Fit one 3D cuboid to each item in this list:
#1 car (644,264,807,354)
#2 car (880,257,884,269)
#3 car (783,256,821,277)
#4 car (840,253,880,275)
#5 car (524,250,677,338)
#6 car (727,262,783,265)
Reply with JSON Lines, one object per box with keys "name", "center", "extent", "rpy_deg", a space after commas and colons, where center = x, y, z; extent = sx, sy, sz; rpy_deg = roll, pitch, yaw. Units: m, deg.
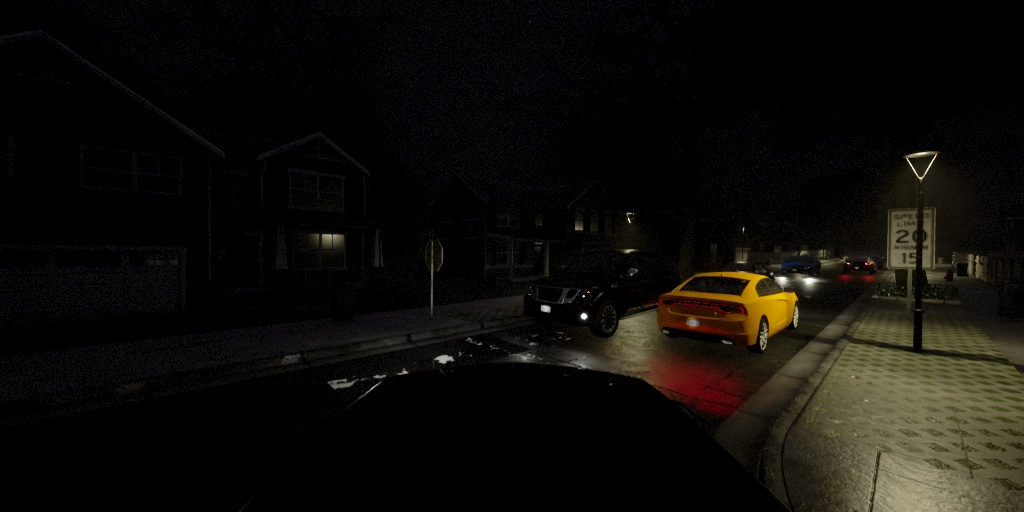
{"name": "car", "center": [5.385, 1.125, 8.685], "extent": [5.008, 1.535, 1.882], "rpy_deg": [-1, 1, -42]}
{"name": "car", "center": [36.605, 0.478, 36.756], "extent": [5.008, 1.535, 1.882], "rpy_deg": [-1, 2, -41]}
{"name": "car", "center": [22.578, 0.723, 27.956], "extent": [5.008, 1.535, 1.882], "rpy_deg": [-1, 2, -42]}
{"name": "car", "center": [28.967, 0.710, 29.835], "extent": [4.674, 1.442, 1.812], "rpy_deg": [-1, 2, -41]}
{"name": "car", "center": [2.834, 0.843, 10.222], "extent": [5.566, 2.045, 2.150], "rpy_deg": [-1, 1, -42]}
{"name": "car", "center": [11.722, 1.010, 18.222], "extent": [5.357, 1.411, 2.033], "rpy_deg": [-1, 1, -42]}
